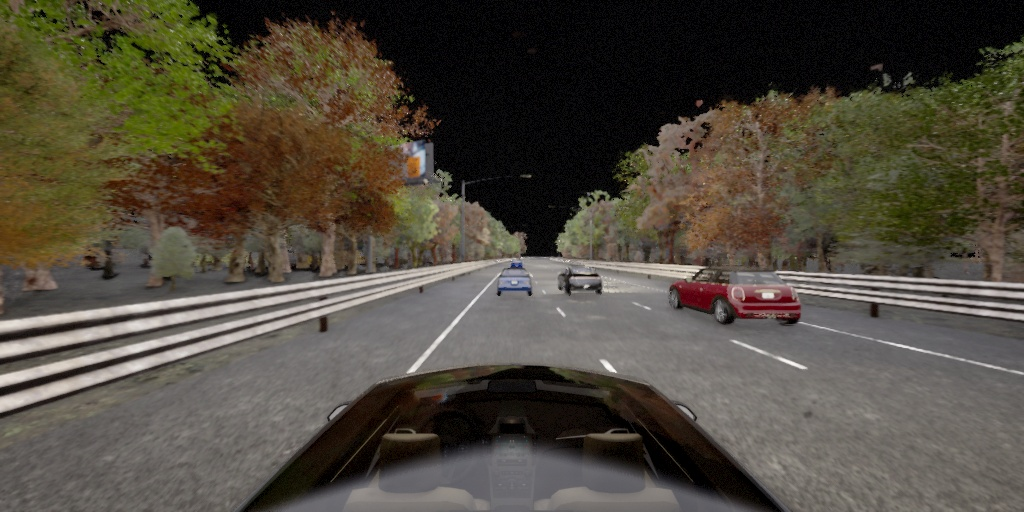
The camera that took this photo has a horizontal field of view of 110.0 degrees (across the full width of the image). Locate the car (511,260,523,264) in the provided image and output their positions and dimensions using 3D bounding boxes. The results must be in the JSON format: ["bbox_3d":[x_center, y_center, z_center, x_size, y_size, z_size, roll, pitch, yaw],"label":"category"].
[{"bbox_3d":[0.804,1.368,57.690,1.882,1.535,5.008,0,0,2],"label":"car"}]

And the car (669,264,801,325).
[{"bbox_3d":[7.121,1.136,12.078,2.097,1.767,4.553,0,0,0],"label":"car"}]

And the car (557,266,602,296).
[{"bbox_3d":[3.664,1.292,19.949,2.128,1.511,4.902,0,0,1],"label":"car"}]

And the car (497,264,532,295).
[{"bbox_3d":[0.146,1.344,20.096,2.033,1.411,5.357,0,0,1],"label":"car"}]
